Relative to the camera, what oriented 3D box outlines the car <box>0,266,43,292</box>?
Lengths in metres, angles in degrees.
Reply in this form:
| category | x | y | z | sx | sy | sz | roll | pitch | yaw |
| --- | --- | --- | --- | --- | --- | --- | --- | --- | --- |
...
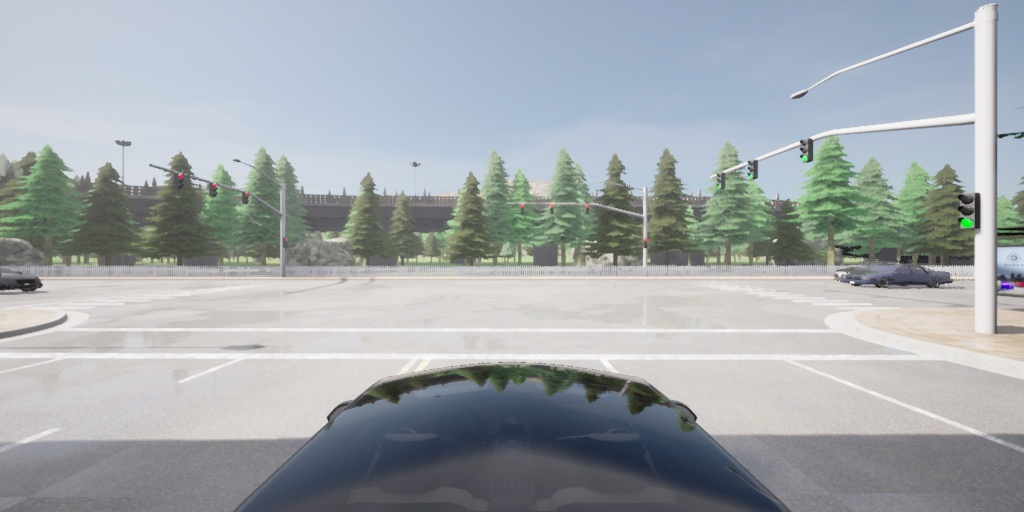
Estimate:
| category | x | y | z | sx | sy | sz | roll | pitch | yaw |
| --- | --- | --- | --- | --- | --- | --- | --- | --- | --- |
| car | -27.259 | 1.193 | 18.329 | 4.892 | 1.490 | 1.837 | 0 | 0 | -1 |

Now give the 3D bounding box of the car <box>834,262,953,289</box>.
| category | x | y | z | sx | sy | sz | roll | pitch | yaw |
| --- | --- | --- | --- | --- | --- | --- | --- | --- | --- |
| car | 23.568 | 1.234 | 22.024 | 5.357 | 1.411 | 2.033 | 0 | 0 | 0 |
